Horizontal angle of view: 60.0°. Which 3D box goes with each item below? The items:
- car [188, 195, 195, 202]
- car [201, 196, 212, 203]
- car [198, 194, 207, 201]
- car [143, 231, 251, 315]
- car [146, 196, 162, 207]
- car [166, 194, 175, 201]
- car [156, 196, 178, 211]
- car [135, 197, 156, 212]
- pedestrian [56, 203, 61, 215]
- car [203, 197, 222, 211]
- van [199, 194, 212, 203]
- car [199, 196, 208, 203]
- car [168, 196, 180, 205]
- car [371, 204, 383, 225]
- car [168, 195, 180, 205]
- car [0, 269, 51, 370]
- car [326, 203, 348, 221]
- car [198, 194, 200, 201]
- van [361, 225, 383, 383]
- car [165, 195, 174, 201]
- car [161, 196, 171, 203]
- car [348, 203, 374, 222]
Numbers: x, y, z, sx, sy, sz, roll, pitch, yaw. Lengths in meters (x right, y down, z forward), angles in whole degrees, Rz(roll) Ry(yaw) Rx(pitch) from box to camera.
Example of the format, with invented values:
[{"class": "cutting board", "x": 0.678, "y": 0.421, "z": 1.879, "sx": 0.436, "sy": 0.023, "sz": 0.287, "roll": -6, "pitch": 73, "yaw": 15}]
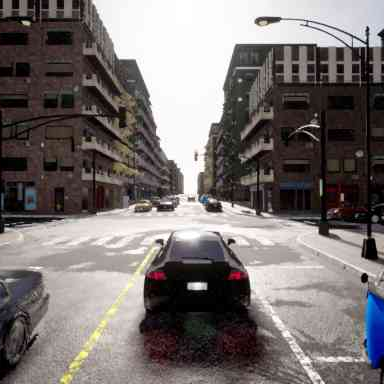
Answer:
[{"class": "car", "x": -0.135, "y": 1.562, "z": 80.516, "sx": 2.128, "sy": 1.511, "sz": 4.902, "roll": 0, "pitch": 0, "yaw": 0}, {"class": "car", "x": 2.626, "y": 1.568, "z": 45.628, "sx": 2.008, "sy": 1.369, "sz": 4.403, "roll": 1, "pitch": 0, "yaw": 0}, {"class": "car", "x": 2.564, "y": 1.354, "z": 85.126, "sx": 2.192, "sy": 1.841, "sz": 5.009, "roll": 1, "pitch": 0, "yaw": 0}, {"class": "car", "x": 0.088, "y": 1.566, "z": 7.642, "sx": 1.994, "sy": 1.385, "sz": 4.181, "roll": 0, "pitch": 0, "yaw": 0}, {"class": "car", "x": -5.761, "y": 1.460, "z": 51.257, "sx": 1.967, "sy": 1.590, "sz": 4.097, "roll": 1, "pitch": 0, "yaw": 0}, {"class": "car", "x": -5.828, "y": 1.483, "z": 90.756, "sx": 1.967, "sy": 1.590, "sz": 4.097, "roll": 1, "pitch": 0, "yaw": 0}, {"class": "car", "x": -3.168, "y": 1.579, "z": 40.966, "sx": 1.994, "sy": 1.385, "sz": 4.181, "roll": 0, "pitch": 0, "yaw": 0}, {"class": "car", "x": -5.743, "y": 1.541, "z": 39.801, "sx": 1.752, "sy": 1.417, "sz": 4.829, "roll": 1, "pitch": 0, "yaw": 0}, {"class": "pedestrian", "x": -12.592, "y": 1.598, "z": 31.395, "sx": 0.500, "sy": 1.100, "sz": 0.500, "roll": 0, "pitch": -1, "yaw": 1}, {"class": "car", "x": 2.636, "y": 1.581, "z": 39.986, "sx": 1.947, "sy": 1.339, "sz": 4.313, "roll": 1, "pitch": 0, "yaw": 0}, {"class": "van", "x": 2.611, "y": 1.364, "z": 56.913, "sx": 1.690, "sy": 1.788, "sz": 3.998, "roll": 1, "pitch": 0, "yaw": 0}, {"class": "car", "x": 2.578, "y": 1.614, "z": 73.841, "sx": 1.802, "sy": 1.307, "sz": 4.206, "roll": 1, "pitch": 0, "yaw": 0}, {"class": "car", "x": -3.170, "y": 1.502, "z": 60.059, "sx": 1.882, "sy": 1.535, "sz": 5.008, "roll": 0, "pitch": 0, "yaw": 0}, {"class": "car", "x": 13.505, "y": 1.583, "z": 19.808, "sx": 4.313, "sy": 1.339, "sz": 1.947, "roll": 0, "pitch": -1, "yaw": 1}, {"class": "car", "x": -3.180, "y": 1.497, "z": 49.683, "sx": 1.882, "sy": 1.535, "sz": 5.008, "roll": 0, "pitch": 0, "yaw": 0}, {"class": "car", "x": -3.128, "y": 1.549, "z": 2.960, "sx": 2.033, "sy": 1.411, "sz": 5.357, "roll": 0, "pitch": 0, "yaw": 0}, {"class": "car", "x": 13.595, "y": 1.609, "z": 28.189, "sx": 4.097, "sy": 1.590, "sz": 1.967, "roll": 0, "pitch": -1, "yaw": 1}, {"class": "car", "x": 2.589, "y": 1.555, "z": 68.369, "sx": 1.752, "sy": 1.417, "sz": 4.829, "roll": 1, "pitch": 0, "yaw": 0}, {"class": "van", "x": 2.671, "y": 1.342, "z": 2.039, "sx": 1.690, "sy": 1.788, "sz": 3.998, "roll": 1, "pitch": 0, "yaw": 0}, {"class": "car", "x": -5.820, "y": 1.590, "z": 85.112, "sx": 2.008, "sy": 1.369, "sz": 4.403, "roll": 1, "pitch": 0, "yaw": 0}, {"class": "car", "x": -5.801, "y": 1.577, "z": 73.827, "sx": 1.887, "sy": 1.381, "sz": 4.507, "roll": 1, "pitch": 0, "yaw": 0}, {"class": "car", "x": 15.066, "y": 1.635, "z": 25.581, "sx": 4.892, "sy": 1.490, "sz": 1.837, "roll": 0, "pitch": -1, "yaw": 0}]
